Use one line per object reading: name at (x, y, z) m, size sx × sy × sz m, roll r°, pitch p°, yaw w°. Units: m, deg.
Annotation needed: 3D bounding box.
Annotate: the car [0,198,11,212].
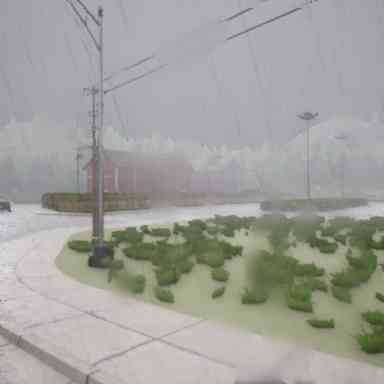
car at (-22.332, 1.481, 38.817) m, size 1.882 × 1.535 × 5.008 m, roll 0°, pitch 0°, yaw -32°
